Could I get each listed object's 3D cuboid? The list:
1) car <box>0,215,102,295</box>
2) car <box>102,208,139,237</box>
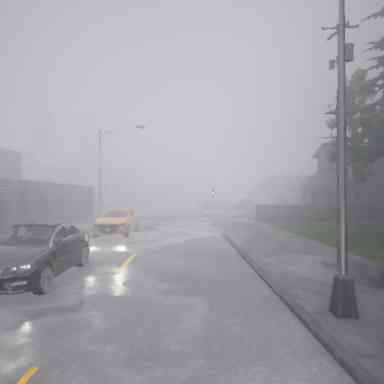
[{"bbox_3d":[-4.235,1.598,9.063,2.128,1.511,4.902,0,-1,-1],"label":"car"},{"bbox_3d":[-4.370,1.703,19.650,1.882,1.535,5.008,0,-1,0],"label":"car"}]
